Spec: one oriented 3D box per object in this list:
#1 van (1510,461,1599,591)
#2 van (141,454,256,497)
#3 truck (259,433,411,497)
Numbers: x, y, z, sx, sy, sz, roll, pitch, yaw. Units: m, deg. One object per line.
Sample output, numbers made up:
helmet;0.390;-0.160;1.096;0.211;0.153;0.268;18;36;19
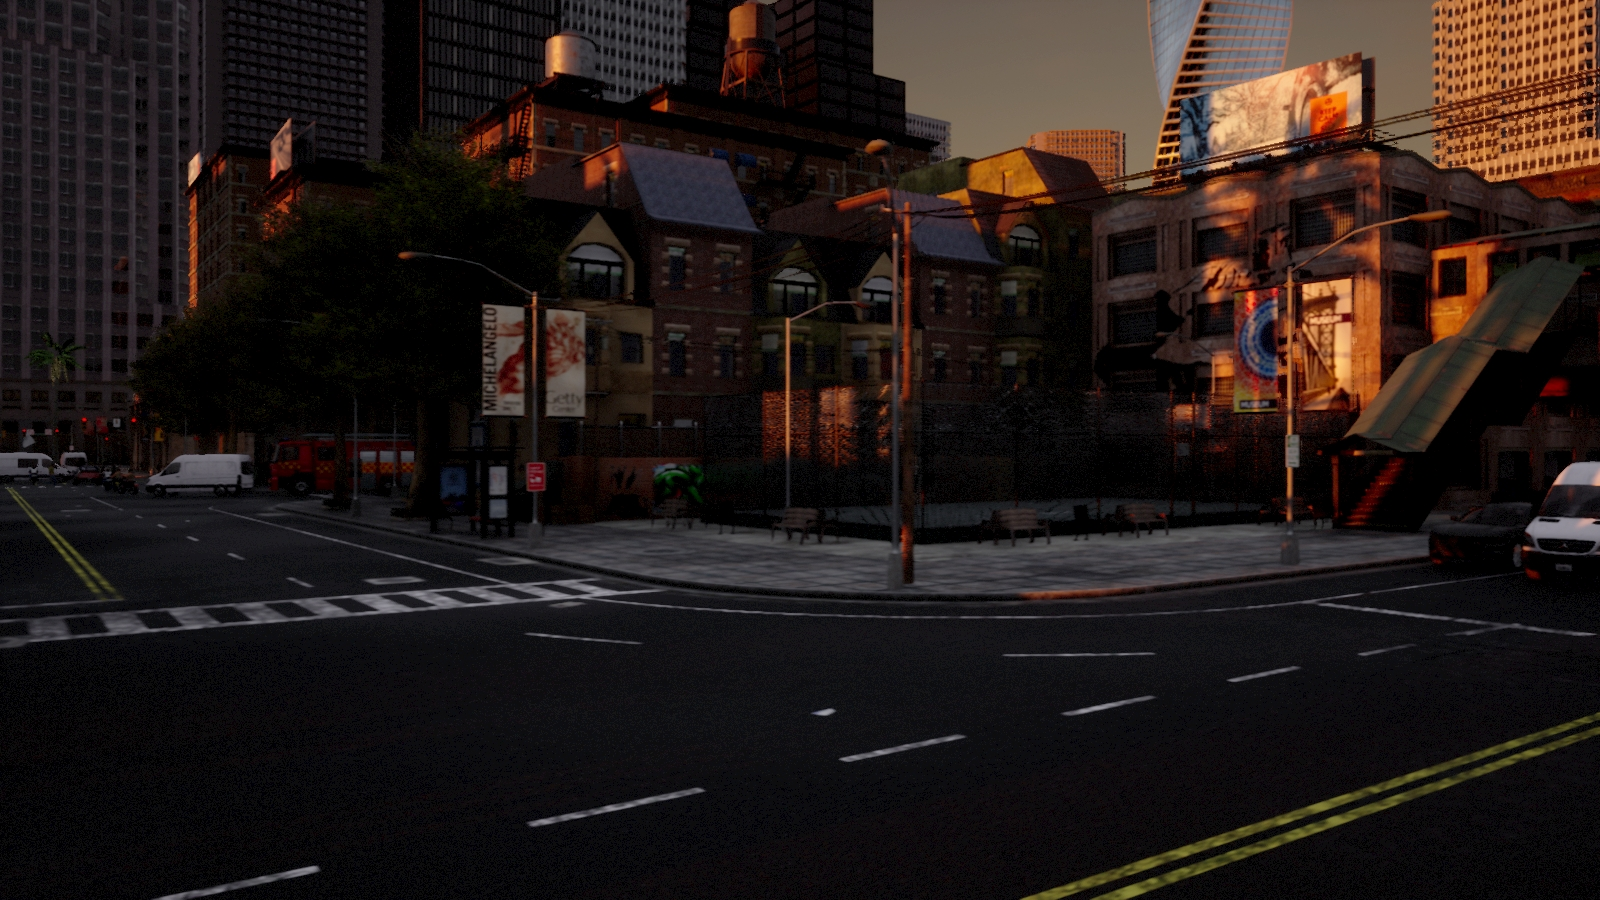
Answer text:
van;18.056;1.537;25.151;5.915;2.561;1.988;0;0;-35
van;-36.504;1.537;69.407;5.915;2.561;1.988;0;0;-2
truck;-28.775;0.893;70.823;8.468;3.827;2.891;0;0;-29
